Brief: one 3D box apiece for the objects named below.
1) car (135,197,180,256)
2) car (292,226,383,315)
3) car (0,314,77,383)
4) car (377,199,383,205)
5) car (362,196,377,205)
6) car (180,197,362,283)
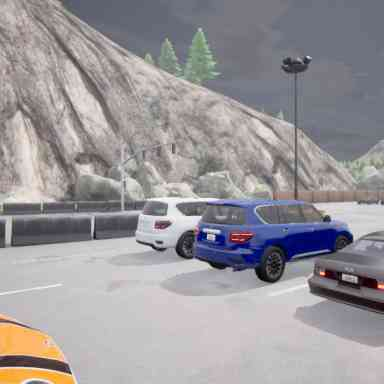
[{"bbox_3d":[0.572,1.221,12.824,5.566,2.045,2.150,0,0,-36],"label":"car"},{"bbox_3d":[4.783,1.547,7.236,5.357,1.411,2.033,0,0,-36],"label":"car"},{"bbox_3d":[-2.901,1.350,1.673,4.553,1.767,2.097,0,0,-36],"label":"car"},{"bbox_3d":[31.942,1.385,53.139,4.181,1.385,1.994,0,0,-36],"label":"car"},{"bbox_3d":[29.524,1.387,55.701,4.181,1.385,1.994,0,0,-36],"label":"car"},{"bbox_3d":[2.595,1.221,9.946,5.566,2.045,2.150,0,0,-38],"label":"car"}]
